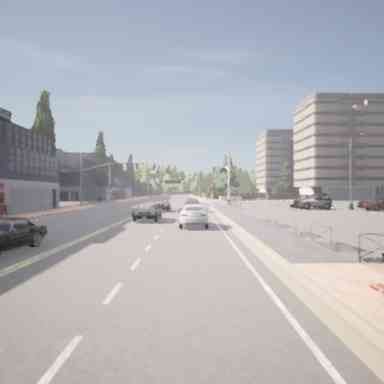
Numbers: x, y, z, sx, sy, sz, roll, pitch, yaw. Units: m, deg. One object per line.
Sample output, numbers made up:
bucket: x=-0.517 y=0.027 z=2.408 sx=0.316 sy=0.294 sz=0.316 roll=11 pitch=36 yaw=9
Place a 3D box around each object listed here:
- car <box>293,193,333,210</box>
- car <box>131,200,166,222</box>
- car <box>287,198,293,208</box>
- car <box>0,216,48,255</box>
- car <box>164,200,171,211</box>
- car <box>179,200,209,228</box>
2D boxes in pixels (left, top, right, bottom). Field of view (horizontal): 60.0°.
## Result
car: x=14.293 y=1.120 z=38.604 sx=3.866 sy=1.878 sz=1.905 roll=0 pitch=0 yaw=-2
car: x=-3.413 y=1.576 z=26.082 sx=1.895 sy=1.301 sz=4.718 roll=0 pitch=0 yaw=0
car: x=14.274 y=1.114 z=41.499 sx=4.605 sy=1.855 sz=1.932 roll=0 pitch=0 yaw=-2
car: x=-7.079 y=1.589 z=11.947 sx=1.895 sy=1.301 sz=4.718 roll=0 pitch=0 yaw=0
car: x=-3.450 y=1.563 z=38.712 sx=1.895 sy=1.301 sz=4.718 roll=0 pitch=0 yaw=0
car: x=0.103 y=1.505 z=21.835 sx=1.812 sy=1.442 sz=4.674 roll=0 pitch=0 yaw=0
